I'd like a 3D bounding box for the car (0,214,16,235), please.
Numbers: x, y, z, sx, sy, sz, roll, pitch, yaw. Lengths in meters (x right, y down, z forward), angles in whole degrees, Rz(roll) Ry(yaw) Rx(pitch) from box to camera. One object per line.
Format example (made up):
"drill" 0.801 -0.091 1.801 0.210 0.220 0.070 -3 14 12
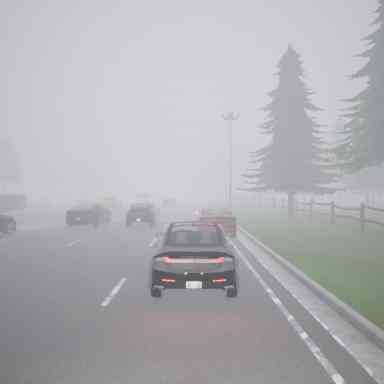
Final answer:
"car" -10.400 1.491 15.981 2.128 1.511 4.902 0 0 0

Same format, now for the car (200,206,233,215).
"car" 1.225 1.477 17.871 1.882 1.535 5.008 0 0 0

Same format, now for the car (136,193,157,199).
"car" -6.899 1.220 48.553 2.150 2.045 5.566 0 0 0

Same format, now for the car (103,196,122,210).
"car" -10.400 1.350 43.027 2.097 1.767 4.553 0 0 0

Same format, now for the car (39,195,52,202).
"car" -33.943 1.523 76.848 2.128 1.511 4.902 0 0 -40

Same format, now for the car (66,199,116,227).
"car" -6.898 1.477 22.672 1.882 1.535 5.008 0 0 0

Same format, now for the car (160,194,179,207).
"car" -3.398 1.476 50.666 1.882 1.535 5.008 0 0 0

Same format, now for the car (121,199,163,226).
"car" -3.400 1.504 23.530 1.837 1.490 4.892 0 0 0

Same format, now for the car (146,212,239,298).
"car" 0.052 1.491 8.529 2.128 1.511 4.902 0 0 0

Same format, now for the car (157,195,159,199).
"car" -10.499 1.475 94.319 1.882 1.535 5.008 0 0 0
